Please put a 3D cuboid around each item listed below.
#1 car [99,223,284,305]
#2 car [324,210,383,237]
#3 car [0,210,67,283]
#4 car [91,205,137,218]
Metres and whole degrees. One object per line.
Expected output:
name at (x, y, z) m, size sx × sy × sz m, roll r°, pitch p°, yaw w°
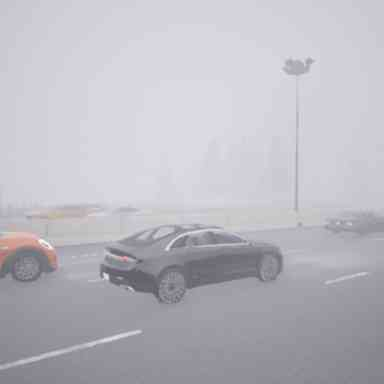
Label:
car at (0.220, 1.534, 8.211) m, size 4.902 × 1.511 × 2.128 m, roll 1°, pitch 0°, yaw -36°
car at (9.936, 1.775, 19.478) m, size 5.357 × 1.411 × 2.033 m, roll 1°, pitch -1°, yaw -36°
car at (-5.792, 1.360, 8.212) m, size 4.553 × 1.767 × 2.097 m, roll 0°, pitch 0°, yaw -36°
car at (-4.828, 1.621, 22.060) m, size 4.674 × 1.442 × 1.812 m, roll 1°, pitch -1°, yaw -36°
